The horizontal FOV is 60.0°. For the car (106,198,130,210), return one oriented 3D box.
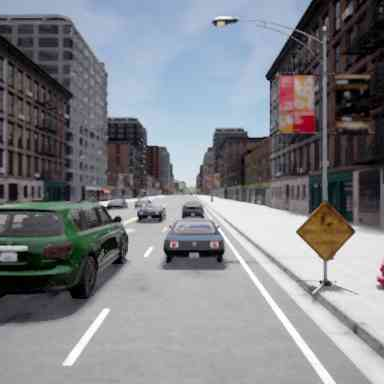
[{"bbox_3d":[-9.846,1.571,44.509,2.033,1.411,5.357,0,0,0],"label":"car"}]

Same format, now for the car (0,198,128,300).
[{"bbox_3d":[-3.194,1.228,8.559,2.150,2.045,5.566,0,0,1],"label":"car"}]

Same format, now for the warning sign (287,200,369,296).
[{"bbox_3d":[2.844,1.119,7.111,1.300,1.860,1.060,0,0,0],"label":"warning sign"}]

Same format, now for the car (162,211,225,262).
[{"bbox_3d":[0.080,1.607,12.156,1.895,1.301,4.718,0,0,0],"label":"car"}]

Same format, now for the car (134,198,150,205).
[{"bbox_3d":[-6.596,1.515,45.015,2.128,1.511,4.902,0,0,0],"label":"car"}]

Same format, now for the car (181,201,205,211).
[{"bbox_3d":[0.080,1.519,28.928,1.837,1.490,4.892,0,0,0],"label":"car"}]

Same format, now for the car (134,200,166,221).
[{"bbox_3d":[-3.175,1.615,27.135,1.895,1.301,4.718,0,0,0],"label":"car"}]
